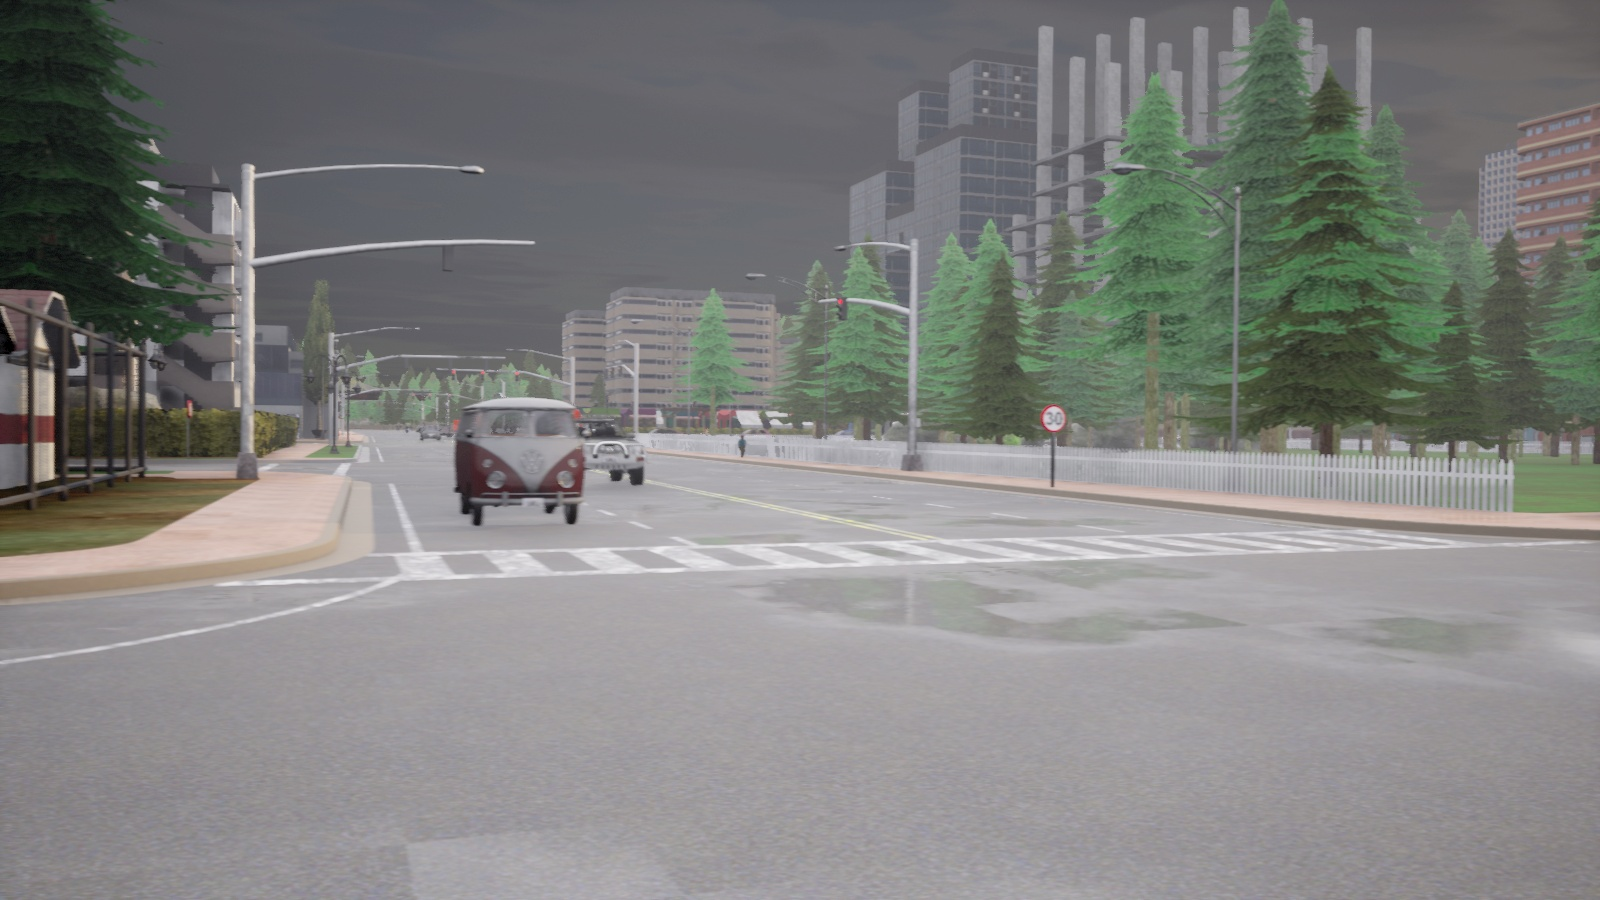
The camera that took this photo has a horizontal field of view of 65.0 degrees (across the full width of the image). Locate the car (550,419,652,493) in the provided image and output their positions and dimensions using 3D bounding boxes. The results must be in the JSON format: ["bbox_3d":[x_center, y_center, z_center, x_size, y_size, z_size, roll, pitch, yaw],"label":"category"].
[{"bbox_3d":[-5.436,0.115,33.821,1.932,1.855,4.605,-1,1,-19],"label":"car"}]

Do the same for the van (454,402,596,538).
[{"bbox_3d":[-4.666,0.258,20.851,1.775,1.987,4.442,-1,1,-19],"label":"van"}]
